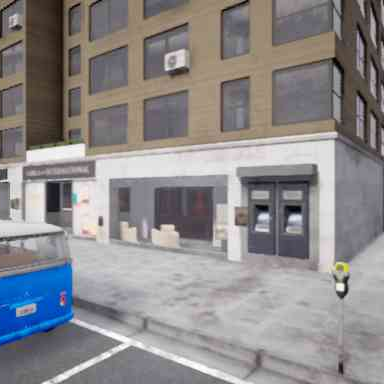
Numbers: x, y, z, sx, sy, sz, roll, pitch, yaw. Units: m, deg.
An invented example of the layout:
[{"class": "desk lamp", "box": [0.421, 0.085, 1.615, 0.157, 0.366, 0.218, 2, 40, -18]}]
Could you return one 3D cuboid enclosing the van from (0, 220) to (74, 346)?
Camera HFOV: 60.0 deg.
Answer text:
[{"class": "van", "box": [-3.715, 1.339, 5.525, 3.998, 1.788, 1.690, 0, 0, 36]}]
